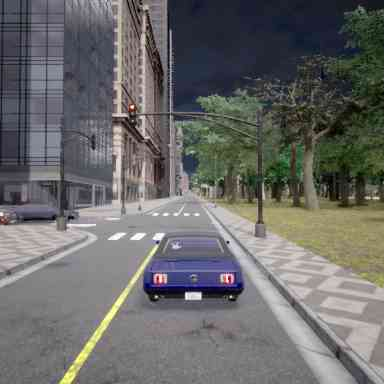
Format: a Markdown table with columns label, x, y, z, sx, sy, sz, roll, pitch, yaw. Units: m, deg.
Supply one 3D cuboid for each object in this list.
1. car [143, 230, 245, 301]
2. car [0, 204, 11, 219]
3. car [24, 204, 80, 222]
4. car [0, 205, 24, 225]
| label | x | y | z | sx | sy | sz | roll | pitch | yaw |
| --- | --- | --- | --- | --- | --- | --- | --- | --- | --- |
| car | 0.020 | 1.607 | 8.278 | 1.895 | 1.301 | 4.718 | 0 | 0 | 0 |
| car | -18.943 | 1.727 | 29.819 | 4.313 | 1.339 | 1.947 | 0 | -1 | 0 |
| car | -11.083 | 1.561 | 24.405 | 5.357 | 1.411 | 2.033 | 0 | -2 | -8 |
| car | -13.497 | 1.372 | 21.296 | 4.097 | 1.590 | 1.967 | 0 | -2 | -1 |
